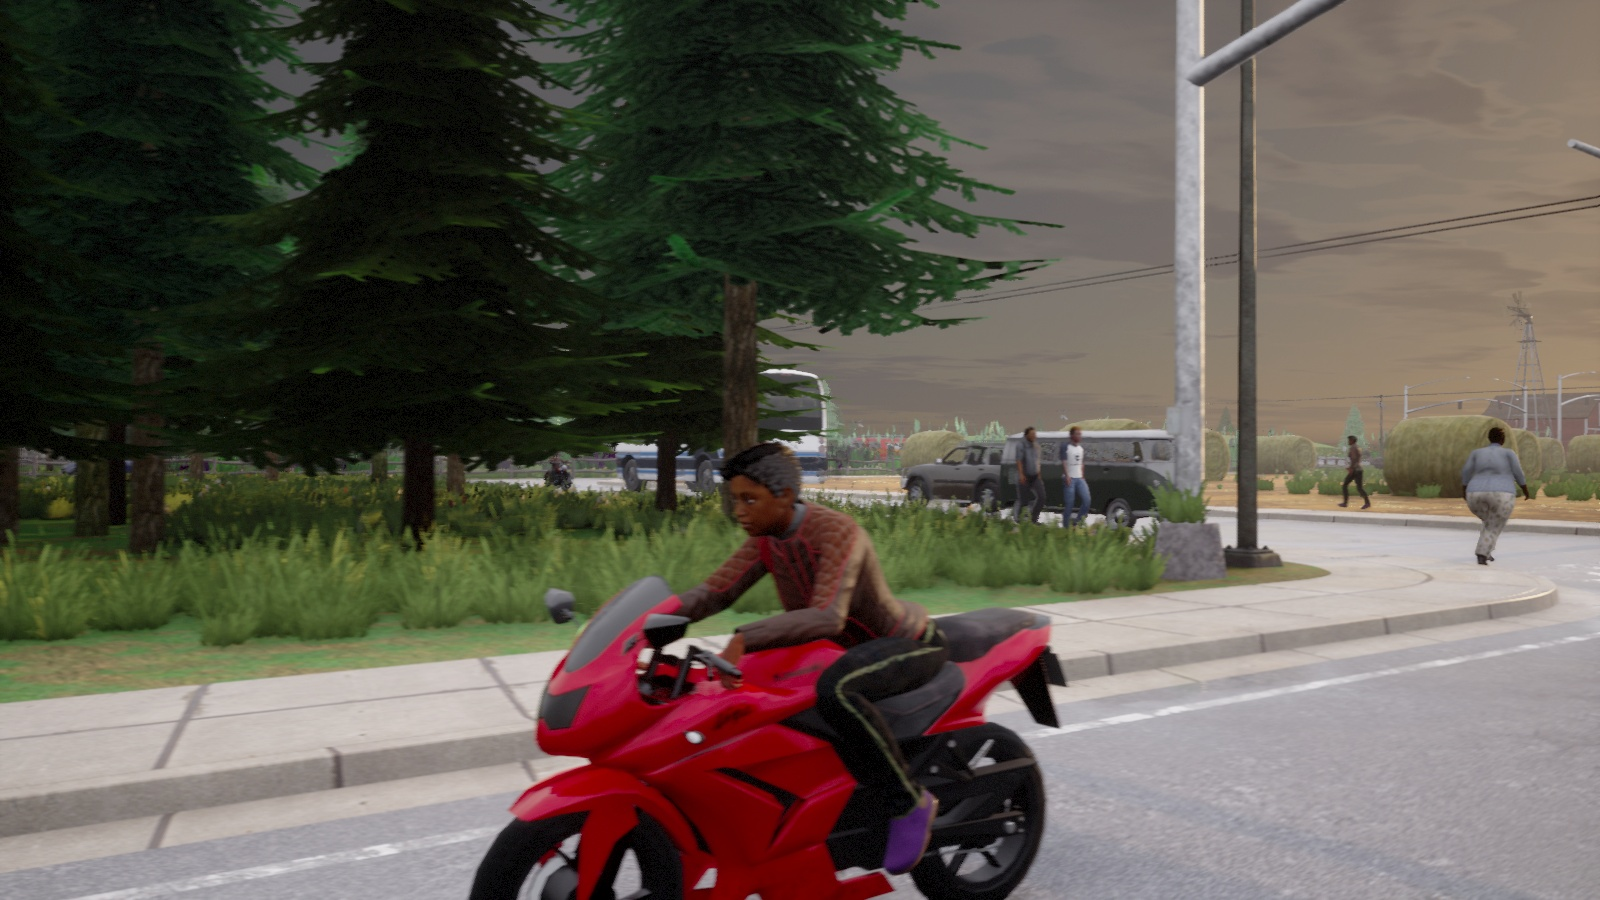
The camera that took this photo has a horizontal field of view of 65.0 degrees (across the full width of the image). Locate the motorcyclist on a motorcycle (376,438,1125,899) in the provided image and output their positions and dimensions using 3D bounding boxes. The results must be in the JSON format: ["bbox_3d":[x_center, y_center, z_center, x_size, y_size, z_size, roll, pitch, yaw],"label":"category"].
[{"bbox_3d":[-0.065,0.736,3.614,2.044,1.523,0.797,0,0,-35],"label":"motorcyclist on a motorcycle"}]

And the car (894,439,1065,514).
[{"bbox_3d":[4.674,0.660,33.353,1.932,1.855,4.605,0,0,-34],"label":"car"}]

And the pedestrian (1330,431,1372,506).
[{"bbox_3d":[13.378,0.447,30.487,0.328,1.805,0.869,0,0,-36],"label":"pedestrian"}]

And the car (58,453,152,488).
[{"bbox_3d":[-32.023,0.926,57.883,3.705,1.549,1.789,0,0,-31],"label":"car"}]

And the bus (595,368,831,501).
[{"bbox_3d":[-3.445,-0.486,45.476,3.944,4.253,10.273,0,0,-34],"label":"bus"}]

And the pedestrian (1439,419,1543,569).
[{"bbox_3d":[8.877,0.542,16.135,0.900,1.855,0.874,0,0,-37],"label":"pedestrian"}]

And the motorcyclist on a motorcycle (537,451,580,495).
[{"bbox_3d":[-9.188,0.858,47.763,0.766,1.649,2.350,0,0,-34],"label":"motorcyclist on a motorcycle"}]

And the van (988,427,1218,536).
[{"bbox_3d":[5.951,0.570,25.157,1.775,1.987,4.442,0,0,-34],"label":"van"}]

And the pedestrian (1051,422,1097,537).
[{"bbox_3d":[4.432,0.467,20.330,0.354,1.836,0.706,0,0,-28],"label":"pedestrian"}]

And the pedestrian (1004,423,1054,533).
[{"bbox_3d":[3.898,0.471,21.403,0.540,1.848,0.694,0,0,-24],"label":"pedestrian"}]
